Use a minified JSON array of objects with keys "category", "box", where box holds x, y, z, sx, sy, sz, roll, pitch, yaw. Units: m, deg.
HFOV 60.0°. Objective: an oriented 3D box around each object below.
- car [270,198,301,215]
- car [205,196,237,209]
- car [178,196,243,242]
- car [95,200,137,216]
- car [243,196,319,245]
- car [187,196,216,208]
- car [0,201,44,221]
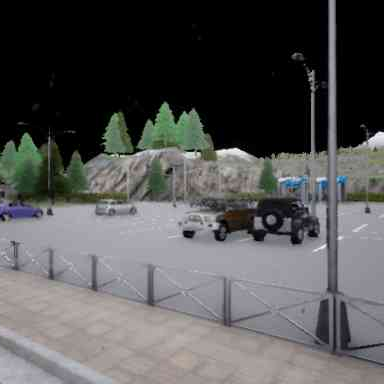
[{"category":"car","box":[9.205,1.357,32.667,1.845,1.501,3.633,0,0,35]},{"category":"car","box":[4.005,1.389,45.788,2.152,1.636,5.027,0,0,35]},{"category":"car","box":[1.388,1.127,15.461,1.932,1.855,4.605,0,0,35]},{"category":"car","box":[-6.940,1.442,30.667,1.970,1.475,3.806,0,0,35]},{"category":"car","box":[3.995,1.102,14.112,1.905,1.878,3.866,0,0,35]},{"category":"car","box":[1.419,1.404,47.565,2.007,1.523,4.514,0,0,35]},{"category":"car","box":[-13.671,1.436,26.350,1.845,1.501,3.633,0,0,35]}]
